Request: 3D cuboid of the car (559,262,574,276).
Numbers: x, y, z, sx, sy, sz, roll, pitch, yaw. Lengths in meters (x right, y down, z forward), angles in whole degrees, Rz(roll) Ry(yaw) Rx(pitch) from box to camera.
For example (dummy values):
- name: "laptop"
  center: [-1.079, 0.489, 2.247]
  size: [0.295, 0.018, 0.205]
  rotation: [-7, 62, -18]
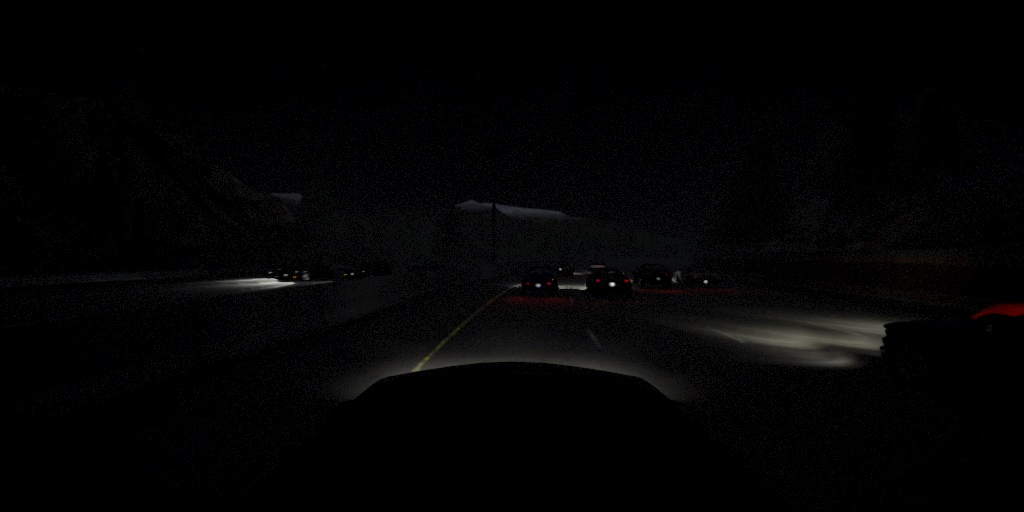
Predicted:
- name: "car"
  center: [5.302, 1.269, 37.377]
  size: [1.994, 1.385, 4.181]
  rotation: [1, 0, 15]

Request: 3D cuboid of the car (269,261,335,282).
- name: "car"
  center: [-15.214, 1.114, 26.623]
  size: [1.994, 1.385, 4.181]
  rotation: [1, 0, 10]

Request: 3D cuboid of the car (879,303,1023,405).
- name: "car"
  center: [7.208, 1.286, 4.058]
  size: [1.882, 1.535, 5.008]
  rotation: [0, 0, 2]

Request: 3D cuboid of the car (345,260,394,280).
- name: "car"
  center: [-11.279, 1.087, 28.693]
  size: [1.837, 1.490, 4.892]
  rotation: [0, 0, 11]

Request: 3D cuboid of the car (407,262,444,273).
- name: "car"
  center: [-7.307, 1.175, 30.746]
  size: [1.994, 1.385, 4.181]
  rotation: [1, 0, 12]

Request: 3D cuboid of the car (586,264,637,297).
- name: "car"
  center: [5.024, 1.314, 19.003]
  size: [1.994, 1.385, 4.181]
  rotation: [1, 0, 7]

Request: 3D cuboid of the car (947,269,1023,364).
- name: "car"
  center: [10.788, 1.187, 5.785]
  size: [2.097, 1.767, 4.553]
  rotation: [1, 0, 2]

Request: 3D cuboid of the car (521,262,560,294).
- name: "car"
  center: [1.589, 1.243, 19.766]
  size: [1.812, 1.442, 4.674]
  rotation: [0, 0, 8]

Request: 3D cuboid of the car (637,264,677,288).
- name: "car"
  center: [9.464, 1.253, 24.513]
  size: [1.882, 1.535, 5.008]
  rotation: [0, 0, 10]

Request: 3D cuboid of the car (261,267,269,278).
- name: "car"
  center: [-18.240, 1.080, 29.525]
  size: [1.994, 1.385, 4.181]
  rotation: [1, 0, 11]

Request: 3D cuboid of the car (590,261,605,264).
- name: "car"
  center: [8.969, 1.228, 37.528]
  size: [2.128, 1.511, 4.902]
  rotation: [1, 0, 15]

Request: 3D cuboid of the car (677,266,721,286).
- name: "car"
  center: [13.281, 1.406, 25.918]
  size: [1.895, 1.301, 4.718]
  rotation: [1, 0, 11]
